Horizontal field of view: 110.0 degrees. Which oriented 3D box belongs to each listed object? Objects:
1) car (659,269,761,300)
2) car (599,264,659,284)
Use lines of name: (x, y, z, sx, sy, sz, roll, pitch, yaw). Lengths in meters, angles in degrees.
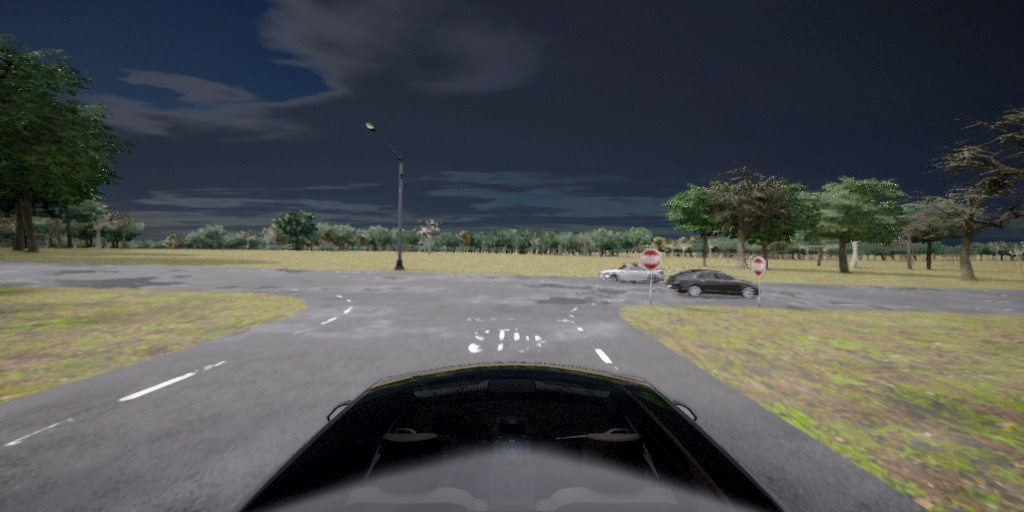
car: (11.236, 1.539, 20.125, 4.892, 1.490, 1.837, 2, 2, 0)
car: (9.015, 1.314, 27.124, 4.674, 1.442, 1.812, 2, 2, 0)
